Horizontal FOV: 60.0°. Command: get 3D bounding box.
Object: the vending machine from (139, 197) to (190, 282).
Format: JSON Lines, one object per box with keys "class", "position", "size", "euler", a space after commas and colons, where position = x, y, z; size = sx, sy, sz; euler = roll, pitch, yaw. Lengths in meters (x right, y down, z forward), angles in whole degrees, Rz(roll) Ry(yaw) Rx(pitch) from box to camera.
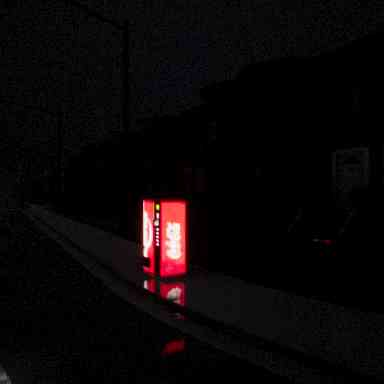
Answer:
{"class": "vending machine", "position": [-0.745, 1.197, 8.968], "size": [1.100, 2.100, 0.880], "euler": [0, 0, -30]}
